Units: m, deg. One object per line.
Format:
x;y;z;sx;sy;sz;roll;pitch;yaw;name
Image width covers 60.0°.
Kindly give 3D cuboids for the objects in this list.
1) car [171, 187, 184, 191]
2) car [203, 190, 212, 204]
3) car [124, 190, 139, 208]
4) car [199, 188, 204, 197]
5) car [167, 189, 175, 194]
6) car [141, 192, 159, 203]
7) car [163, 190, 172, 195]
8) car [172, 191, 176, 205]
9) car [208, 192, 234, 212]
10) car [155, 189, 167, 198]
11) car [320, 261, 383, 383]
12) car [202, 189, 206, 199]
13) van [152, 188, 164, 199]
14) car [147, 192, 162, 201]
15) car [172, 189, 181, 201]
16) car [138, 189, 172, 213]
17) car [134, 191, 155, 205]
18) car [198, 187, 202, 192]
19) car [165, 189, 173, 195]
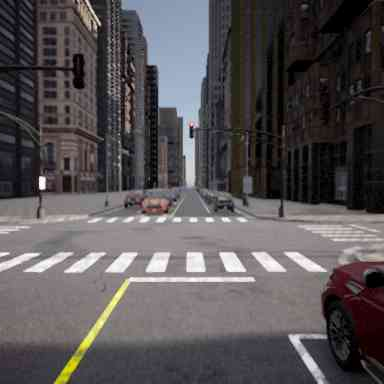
-3.044;0.423;58.393;2.128;1.511;4.902;0;1;0;car
2.735;0.801;40.754;2.008;1.369;4.403;0;1;0;car
-5.787;0.668;35.095;2.192;1.841;5.009;0;1;0;car
2.723;0.385;57.671;1.967;1.590;4.097;0;1;0;car
-5.824;-0.086;91.498;1.947;1.339;4.313;0;1;0;car
-5.794;0.714;46.380;1.947;1.339;4.313;0;1;0;car
-5.816;0.111;80.218;1.947;1.339;4.313;0;1;0;car
-3.116;0.911;37.469;1.895;1.301;4.718;0;1;0;car
2.742;1.007;29.475;2.008;1.369;4.403;0;1;0;car
-5.806;0.284;63.296;1.967;1.590;4.097;0;1;0;car
2.759;1.266;2.501;2.192;1.841;5.009;0;1;0;car
2.731;0.693;46.394;1.887;1.381;4.507;0;1;0;car
-5.802;0.286;57.655;1.690;1.788;3.998;0;1;0;van
-5.798;0.629;52.019;1.802;1.307;4.206;0;1;0;car
-3.104;0.664;48.169;2.033;1.411;5.357;0;1;0;car
-3.059;0.827;28.419;2.097;1.767;4.553;0;1;-2;car
-5.791;0.691;40.738;1.967;1.590;4.097;0;1;0;car
2.716;0.184;68.950;1.967;1.590;4.097;0;1;0;car
-5.820;-0.025;85.687;1.752;1.417;4.829;0;1;0;car
